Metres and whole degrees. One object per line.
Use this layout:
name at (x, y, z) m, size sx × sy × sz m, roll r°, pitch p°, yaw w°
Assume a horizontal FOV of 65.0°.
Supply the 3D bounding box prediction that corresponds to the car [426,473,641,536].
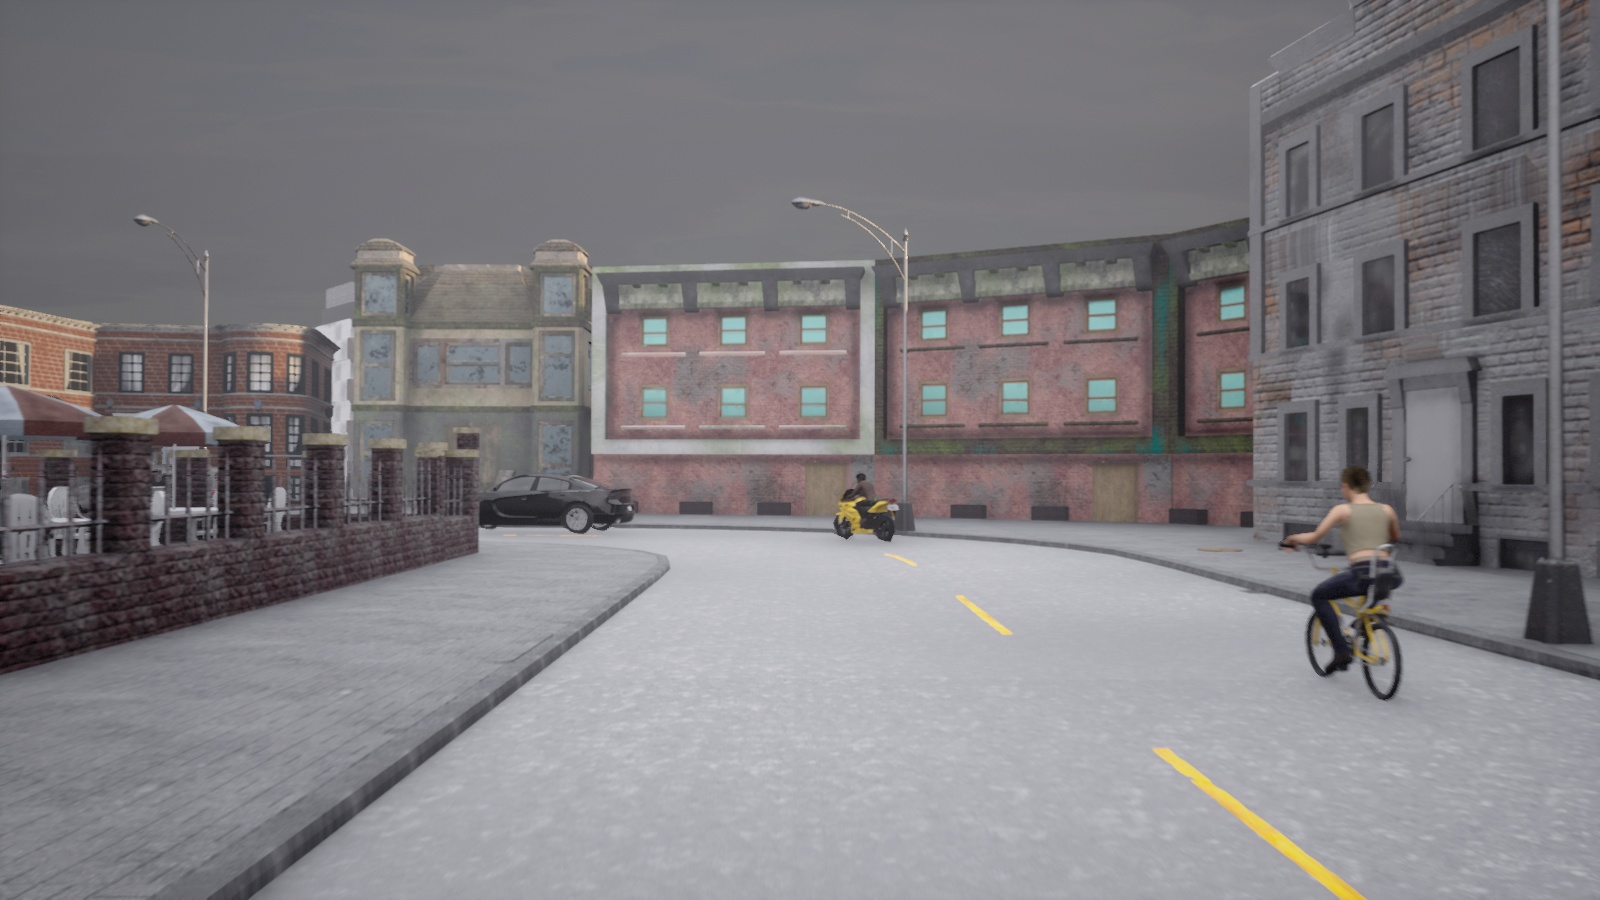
car at (-6.728, 1.355, 31.936) m, size 5.008 × 1.535 × 1.882 m, roll 0°, pitch -1°, yaw 9°

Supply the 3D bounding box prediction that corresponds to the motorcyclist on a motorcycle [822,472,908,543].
motorcyclist on a motorcycle at (1.440, 1.265, 28.158) m, size 0.797 × 1.523 × 2.044 m, roll 0°, pitch -1°, yaw -38°

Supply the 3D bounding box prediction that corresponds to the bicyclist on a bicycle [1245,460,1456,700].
bicyclist on a bicycle at (3.982, 0.890, 9.229) m, size 0.866 × 1.612 × 1.509 m, roll 0°, pitch -1°, yaw 0°

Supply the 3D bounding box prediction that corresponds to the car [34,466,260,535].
car at (-16.554, 1.261, 32.032) m, size 4.611 × 1.667 × 2.242 m, roll 0°, pitch -1°, yaw 0°
